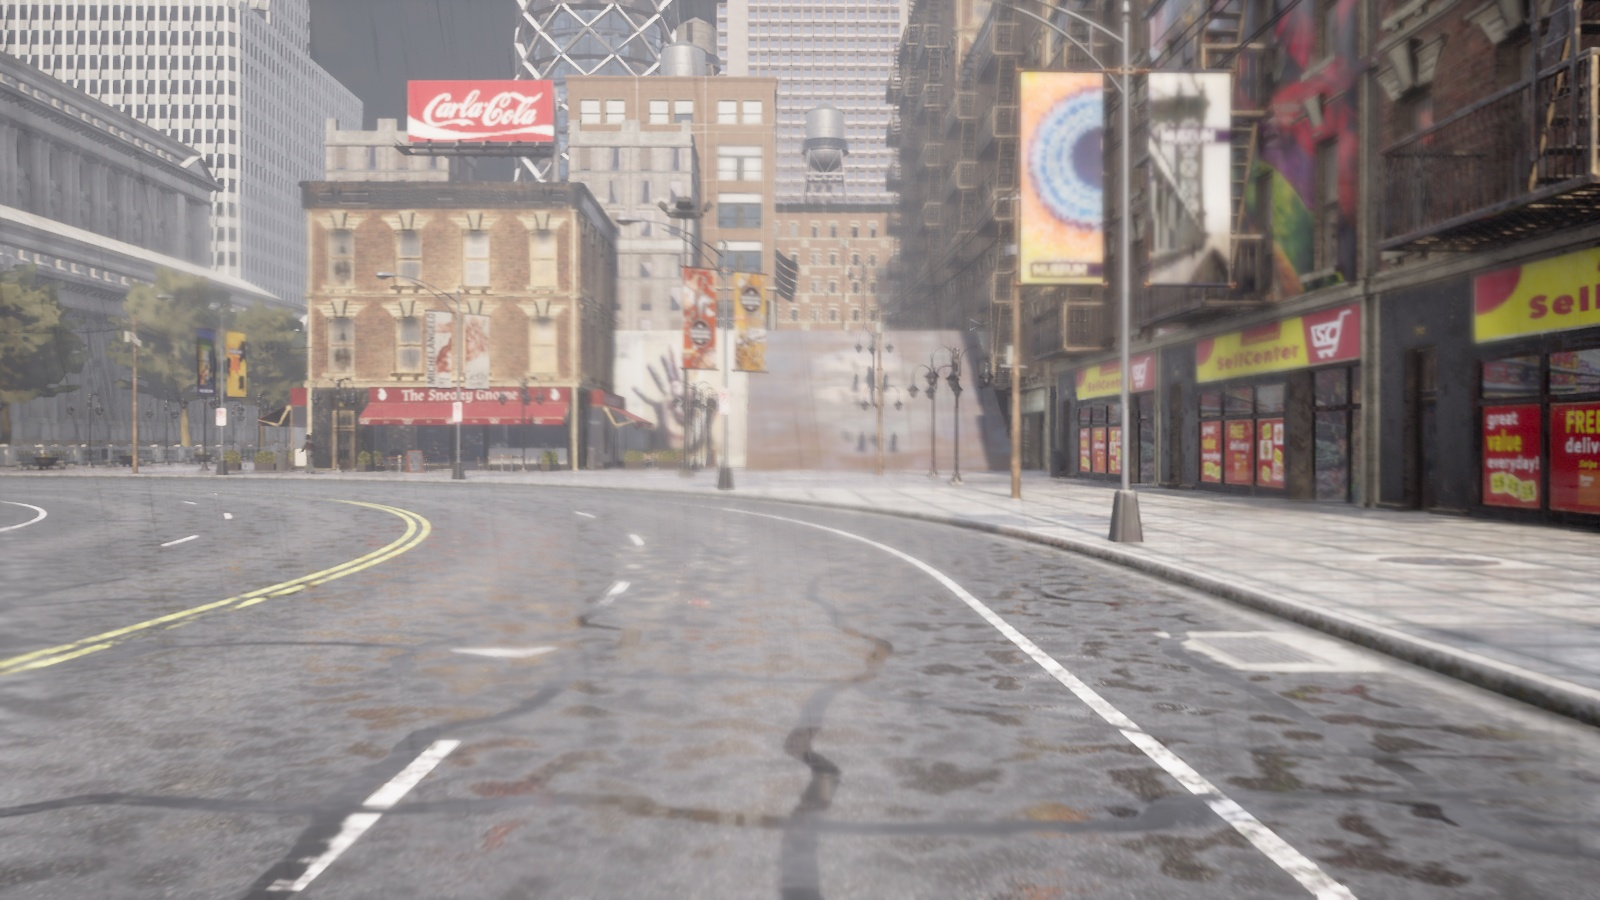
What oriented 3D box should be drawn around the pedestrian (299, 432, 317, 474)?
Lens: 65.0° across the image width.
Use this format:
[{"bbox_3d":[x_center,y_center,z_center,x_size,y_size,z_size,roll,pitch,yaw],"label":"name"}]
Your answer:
[{"bbox_3d":[-22.764,0.153,58.140,0.666,1.930,0.402,0,0,16],"label":"pedestrian"}]
